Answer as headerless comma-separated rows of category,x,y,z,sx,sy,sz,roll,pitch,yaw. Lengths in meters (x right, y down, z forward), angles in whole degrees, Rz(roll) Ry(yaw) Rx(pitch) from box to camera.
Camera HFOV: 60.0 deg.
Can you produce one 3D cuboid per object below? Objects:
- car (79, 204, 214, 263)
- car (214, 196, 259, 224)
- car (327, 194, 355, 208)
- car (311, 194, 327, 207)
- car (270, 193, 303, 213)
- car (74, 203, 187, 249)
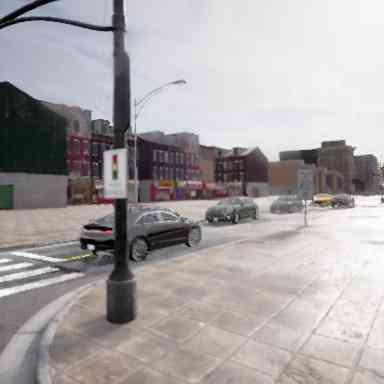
car,-1.508,1.319,11.412,2.128,1.511,4.902,-1,0,34
car,2.757,1.102,22.461,2.097,1.767,4.553,-1,0,35
car,17.193,0.993,37.868,1.837,1.490,4.892,-1,0,35
car,16.398,0.974,41.645,1.882,1.535,5.008,-1,0,36
car,8.865,1.145,31.086,1.837,1.490,4.892,-1,0,35
car,-2.533,1.336,14.960,2.128,1.511,4.902,-1,0,35
